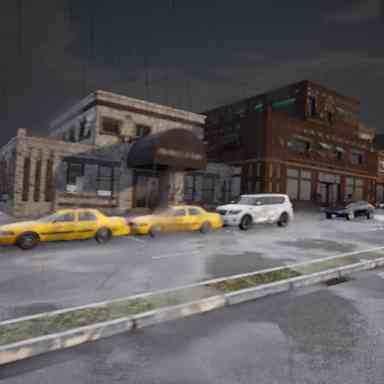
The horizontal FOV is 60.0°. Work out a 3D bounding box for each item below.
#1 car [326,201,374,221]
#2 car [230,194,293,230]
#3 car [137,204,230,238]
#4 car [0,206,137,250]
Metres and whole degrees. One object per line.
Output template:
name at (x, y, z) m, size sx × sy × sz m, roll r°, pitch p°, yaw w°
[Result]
car at (12.902, 1.450, 27.059) m, size 4.792 × 1.488 × 2.163 m, roll 0°, pitch 0°, yaw -35°
car at (3.910, 1.157, 20.644) m, size 5.566 × 2.045 × 2.435 m, roll 0°, pitch 0°, yaw -36°
car at (-0.823, 1.398, 17.275) m, size 5.366 × 1.575 × 1.946 m, roll 0°, pitch 0°, yaw -35°
car at (-5.322, 1.392, 14.069) m, size 5.366 × 1.575 × 1.946 m, roll 0°, pitch 0°, yaw -35°
